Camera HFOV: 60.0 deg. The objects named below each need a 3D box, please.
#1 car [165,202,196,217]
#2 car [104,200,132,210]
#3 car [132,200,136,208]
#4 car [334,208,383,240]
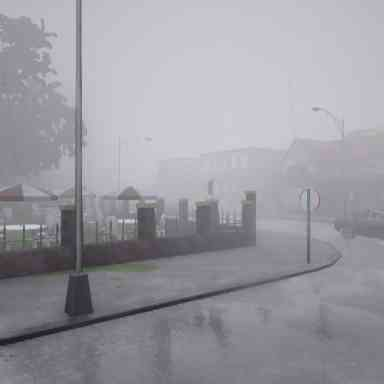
[{"bbox_3d":[-0.890,1.548,28.770,2.033,1.411,5.357,0,0,-36],"label":"car"},{"bbox_3d":[-9.598,1.505,40.983,1.837,1.490,4.892,0,0,-35],"label":"car"},{"bbox_3d":[-10.009,1.478,48.739,1.882,1.535,5.008,0,0,-35],"label":"car"},{"bbox_3d":[8.628,1.492,14.637,2.128,1.511,4.902,0,0,-24],"label":"car"}]
